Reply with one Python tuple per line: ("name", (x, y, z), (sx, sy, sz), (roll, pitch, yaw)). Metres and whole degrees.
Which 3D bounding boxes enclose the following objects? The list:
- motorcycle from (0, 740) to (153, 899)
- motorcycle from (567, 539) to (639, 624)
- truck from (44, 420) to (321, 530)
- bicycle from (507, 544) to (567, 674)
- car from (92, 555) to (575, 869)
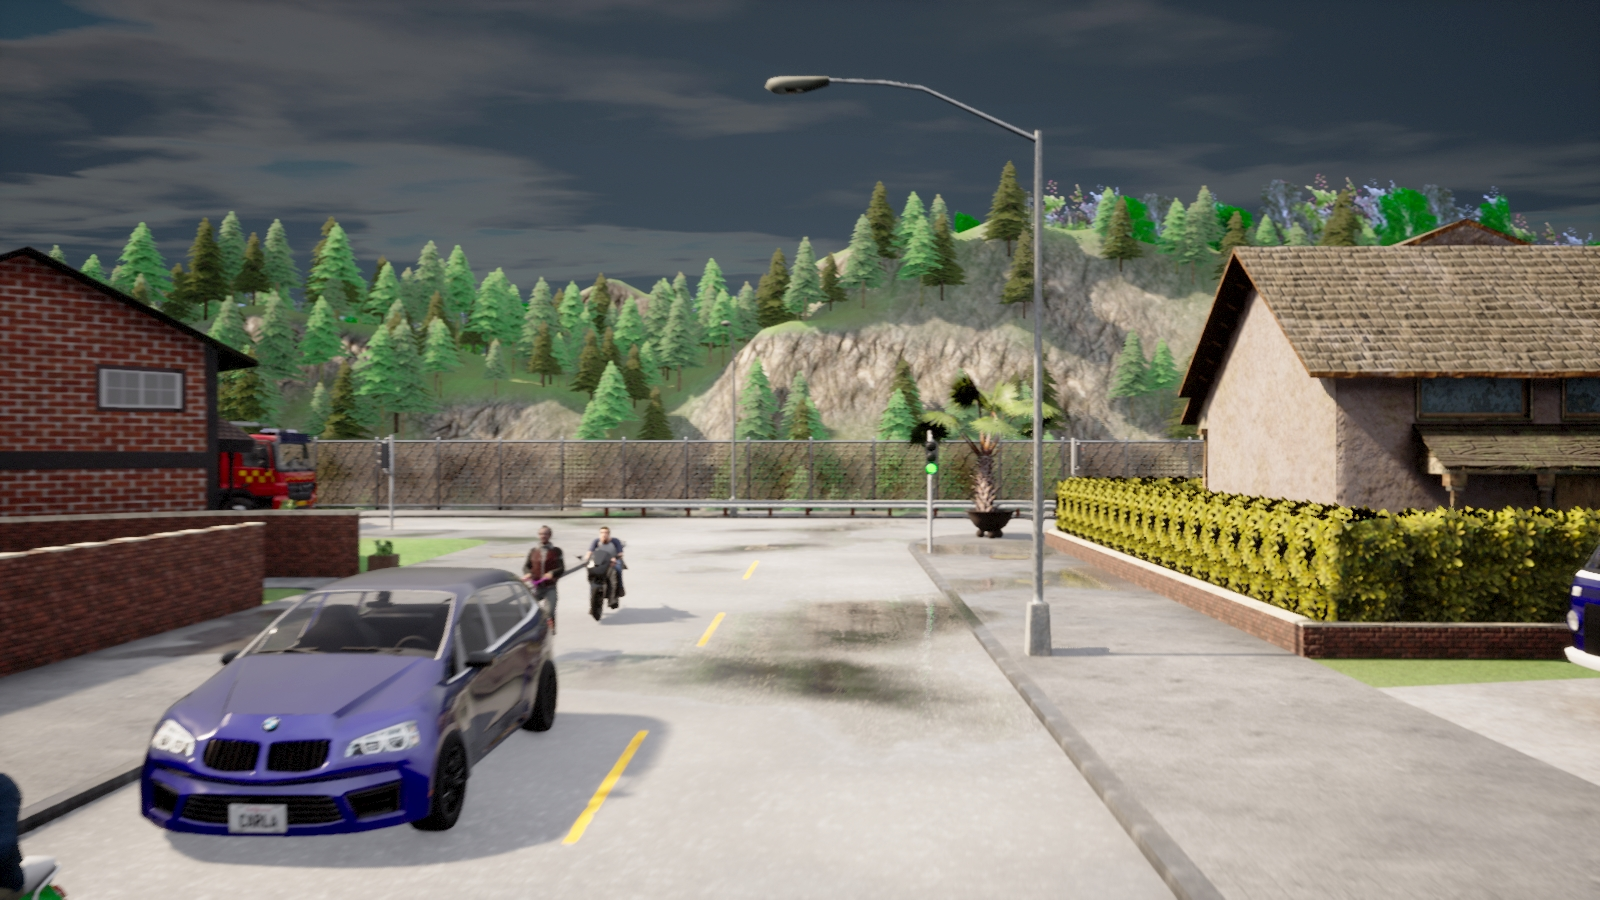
("motorcycle", (-3.742, 2.140, 4.922), (0.856, 1.316, 1.805), (0, 0, 1))
("motorcycle", (-3.291, 2.185, 19.274), (0.803, 1.199, 2.033), (0, 0, 2))
("truck", (-22.146, 0.881, 41.277), (8.468, 3.827, 2.891), (0, 0, 2))
("bicycle", (-3.474, 2.059, 15.186), (0.329, 1.471, 1.835), (0, 0, 1))
("car", (-3.589, 1.966, 9.969), (2.242, 1.667, 4.611), (0, 0, 1))
